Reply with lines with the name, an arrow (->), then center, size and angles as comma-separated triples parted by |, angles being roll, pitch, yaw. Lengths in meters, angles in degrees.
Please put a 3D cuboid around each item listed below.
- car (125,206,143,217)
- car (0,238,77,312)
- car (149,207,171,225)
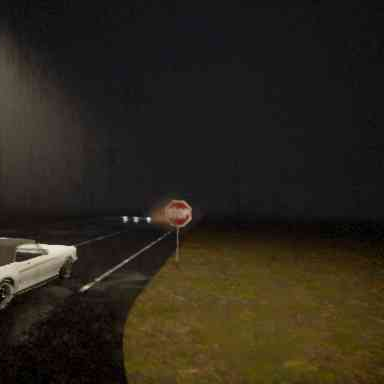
car -> -8.834, 2.951, 50.975 | 1.882, 1.535, 5.008 | 2, -2, 4
car -> -4.552, 1.769, 8.062 | 1.895, 1.301, 4.718 | 2, -2, 4
car -> -2.839, 2.591, 34.970 | 1.882, 1.535, 5.008 | 2, -2, 4
